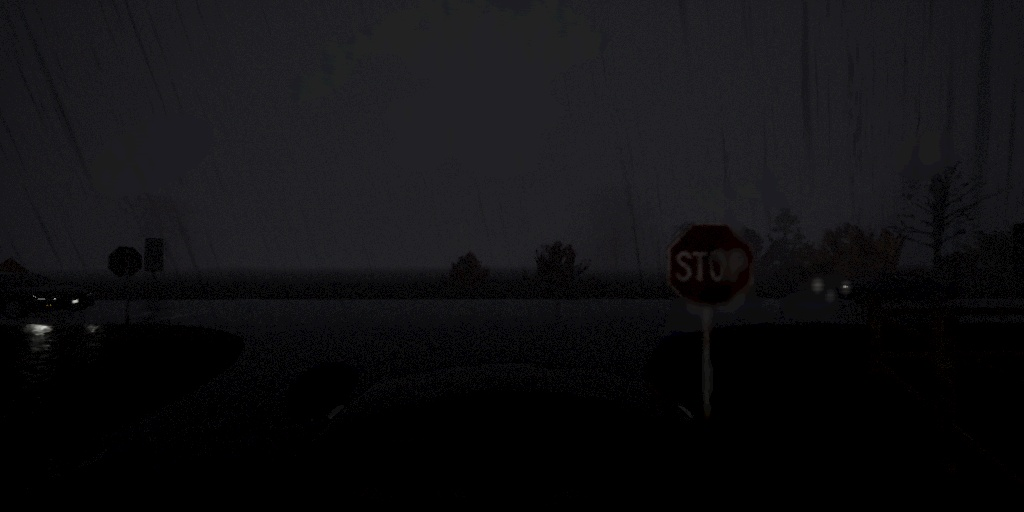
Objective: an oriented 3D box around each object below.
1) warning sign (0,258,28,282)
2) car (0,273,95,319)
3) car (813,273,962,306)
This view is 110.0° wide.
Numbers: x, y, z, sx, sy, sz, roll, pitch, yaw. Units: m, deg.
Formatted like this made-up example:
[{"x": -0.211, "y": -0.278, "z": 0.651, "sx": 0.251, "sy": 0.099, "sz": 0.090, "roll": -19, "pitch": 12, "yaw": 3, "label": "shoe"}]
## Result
[{"x": -25.397, "y": 1.024, "z": 18.103, "sx": 1.060, "sy": 1.860, "sz": 1.300, "roll": 0, "pitch": 0, "yaw": 0, "label": "warning sign"}, {"x": -17.931, "y": 1.363, "z": 12.751, "sx": 4.892, "sy": 1.490, "sz": 1.837, "roll": 0, "pitch": 0, "yaw": 0, "label": "car"}, {"x": 15.940, "y": 1.386, "z": 15.454, "sx": 4.718, "sy": 1.301, "sz": 1.895, "roll": 0, "pitch": 0, "yaw": 0, "label": "car"}]
